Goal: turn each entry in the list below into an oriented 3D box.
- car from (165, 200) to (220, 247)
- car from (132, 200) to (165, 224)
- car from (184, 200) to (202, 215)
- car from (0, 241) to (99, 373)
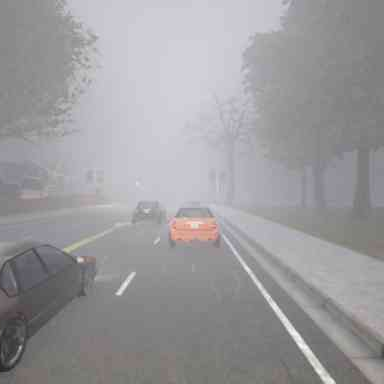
[{"bbox_3d":[0.102,1.373,15.337,2.097,1.767,4.553,0,0,0],"label":"car"},{"bbox_3d":[-3.148,1.399,25.307,2.097,1.767,4.553,0,0,0],"label":"car"},{"bbox_3d":[0.103,1.600,35.702,1.837,1.490,4.892,0,0,0],"label":"car"},{"bbox_3d":[-3.148,1.554,5.560,2.033,1.411,5.357,0,0,0],"label":"car"}]
